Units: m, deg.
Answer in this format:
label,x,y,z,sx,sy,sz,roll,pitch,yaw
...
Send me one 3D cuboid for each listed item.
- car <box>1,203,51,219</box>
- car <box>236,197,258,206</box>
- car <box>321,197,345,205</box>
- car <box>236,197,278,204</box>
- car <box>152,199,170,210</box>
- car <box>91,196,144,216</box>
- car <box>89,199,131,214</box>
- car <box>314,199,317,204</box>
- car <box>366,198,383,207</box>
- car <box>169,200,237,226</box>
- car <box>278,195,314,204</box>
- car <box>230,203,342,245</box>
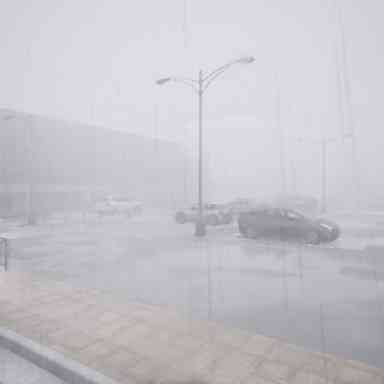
label,x,y,z,sx,sy,sz,roll,pitch,yaw
car,-15.373,1.740,30.994,1.994,1.385,4.181,0,0,35
car,10.024,1.668,60.538,2.128,1.511,4.902,0,0,35
car,23.720,1.565,56.033,3.633,1.501,1.845,0,0,35
car,4.169,1.345,27.868,5.027,1.636,2.152,0,0,35
car,-3.809,1.740,47.340,1.994,1.385,4.181,0,0,35
car,-7.643,1.398,35.488,2.150,2.045,5.566,0,0,36
car,-9.569,1.681,39.207,1.837,1.490,4.892,0,0,35
car,12.888,1.289,40.931,4.605,1.855,1.932,0,0,35
car,28.063,1.576,49.318,3.806,1.475,1.970,0,0,35
car,0.732,1.424,22.439,3.806,1.475,1.970,0,0,35
car,11.549,1.269,38.320,3.866,1.878,1.905,0,0,35
car,4.378,1.490,15.381,4.514,1.523,2.007,0,0,35
